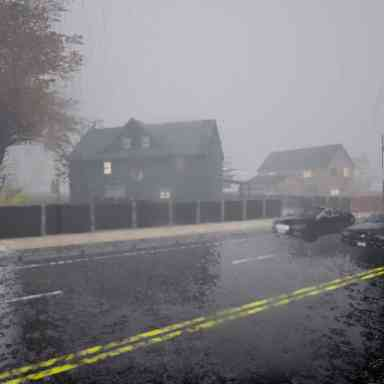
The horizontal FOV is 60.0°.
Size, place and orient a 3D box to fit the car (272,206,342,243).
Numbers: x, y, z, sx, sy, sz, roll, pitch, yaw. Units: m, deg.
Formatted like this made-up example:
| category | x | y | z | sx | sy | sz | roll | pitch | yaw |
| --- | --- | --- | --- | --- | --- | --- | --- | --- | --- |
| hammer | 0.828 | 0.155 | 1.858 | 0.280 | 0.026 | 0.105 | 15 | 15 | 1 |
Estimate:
| category | x | y | z | sx | sy | sz | roll | pitch | yaw |
| --- | --- | --- | --- | --- | --- | --- | --- | --- | --- |
| car | 5.879 | 1.438 | 15.862 | 4.902 | 1.511 | 2.128 | 0 | 0 | -35 |

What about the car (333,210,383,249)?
| category | x | y | z | sx | sy | sz | roll | pitch | yaw |
| --- | --- | --- | --- | --- | --- | --- | --- | --- | --- |
| car | 8.318 | 1.491 | 13.610 | 5.357 | 1.411 | 2.033 | 0 | 0 | -36 |
